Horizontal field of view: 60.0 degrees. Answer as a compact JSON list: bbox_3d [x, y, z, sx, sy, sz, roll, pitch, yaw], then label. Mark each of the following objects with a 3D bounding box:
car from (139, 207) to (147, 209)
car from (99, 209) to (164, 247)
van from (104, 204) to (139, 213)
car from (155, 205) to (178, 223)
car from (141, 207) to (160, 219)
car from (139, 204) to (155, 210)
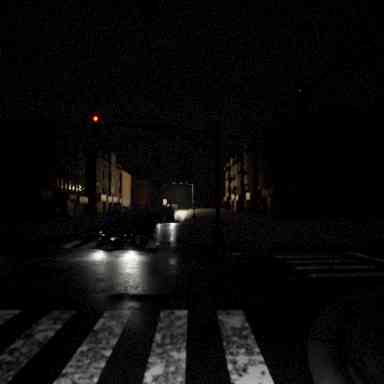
[{"bbox_3d":[-5.359,2.244,28.249,2.008,1.369,4.403,2,-2,0],"label":"car"},{"bbox_3d":[-3.192,1.923,17.525,1.837,1.490,4.892,1,0,10],"label":"car"},{"bbox_3d":[-5.350,1.934,24.936,1.690,1.788,3.998,2,-2,0],"label":"van"},{"bbox_3d":[-2.749,2.418,35.213,1.837,1.490,4.892,0,-1,0],"label":"car"},{"bbox_3d":[-5.372,2.718,43.807,1.887,1.381,4.507,2,-2,0],"label":"car"},{"bbox_3d":[-5.356,2.159,33.239,2.192,1.841,5.009,2,-2,0],"label":"car"}]
